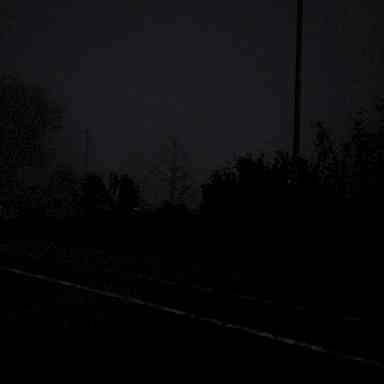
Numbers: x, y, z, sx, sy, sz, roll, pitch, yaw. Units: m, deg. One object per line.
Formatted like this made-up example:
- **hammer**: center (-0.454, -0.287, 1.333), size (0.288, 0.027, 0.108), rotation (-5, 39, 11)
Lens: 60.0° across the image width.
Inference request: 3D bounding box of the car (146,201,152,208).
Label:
- **car**: center (-8.992, 2.315, 61.175), size (1.994, 1.385, 4.181), rotation (2, -2, 20)

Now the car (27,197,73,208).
- **car**: center (-16.691, 1.318, 40.116), size (2.033, 1.411, 5.357), rotation (2, -2, 20)

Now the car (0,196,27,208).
- **car**: center (-21.180, 1.152, 37.992), size (1.895, 1.301, 4.718), rotation (2, -1, 20)
